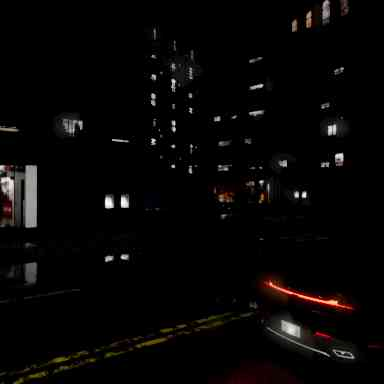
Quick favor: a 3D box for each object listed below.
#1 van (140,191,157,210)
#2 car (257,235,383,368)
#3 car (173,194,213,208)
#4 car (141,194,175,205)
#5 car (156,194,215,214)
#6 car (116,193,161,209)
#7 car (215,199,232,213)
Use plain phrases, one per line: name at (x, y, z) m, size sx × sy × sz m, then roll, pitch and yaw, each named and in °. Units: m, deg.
van at (-4.993, 0.817, 32.568) m, size 3.998 × 1.788 × 1.690 m, roll 1°, pitch 0°, yaw 37°
car at (3.260, 1.507, 5.639) m, size 4.892 × 1.490 × 1.837 m, roll 0°, pitch 0°, yaw -35°
car at (0.069, 1.041, 39.241) m, size 4.403 × 1.369 × 2.008 m, roll 1°, pitch 0°, yaw 37°
car at (-4.345, 0.961, 42.564) m, size 4.206 × 1.307 × 1.802 m, roll 1°, pitch 0°, yaw 37°
car at (-0.585, 1.137, 29.243) m, size 4.403 × 1.369 × 2.008 m, roll 1°, pitch 0°, yaw 37°
car at (-5.926, 0.909, 36.492) m, size 4.902 × 1.511 × 2.128 m, roll 2°, pitch 1°, yaw 37°
car at (1.447, 1.129, 30.938) m, size 4.674 × 1.442 × 1.812 m, roll 1°, pitch 1°, yaw 37°
